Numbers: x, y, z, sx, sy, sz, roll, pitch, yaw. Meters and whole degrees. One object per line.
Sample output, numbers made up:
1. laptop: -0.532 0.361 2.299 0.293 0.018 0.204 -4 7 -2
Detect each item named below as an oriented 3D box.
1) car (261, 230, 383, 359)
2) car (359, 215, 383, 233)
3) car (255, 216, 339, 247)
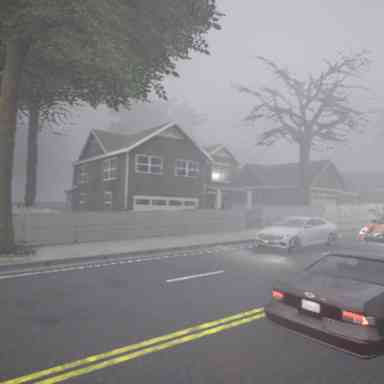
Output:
1. car: 3.685 1.672 6.166 5.357 1.411 2.033 1 -1 -37
2. car: 9.248 1.644 14.582 4.553 1.767 2.097 1 -2 -36
3. car: 4.990 1.843 15.469 4.674 1.442 1.812 1 -1 -37
